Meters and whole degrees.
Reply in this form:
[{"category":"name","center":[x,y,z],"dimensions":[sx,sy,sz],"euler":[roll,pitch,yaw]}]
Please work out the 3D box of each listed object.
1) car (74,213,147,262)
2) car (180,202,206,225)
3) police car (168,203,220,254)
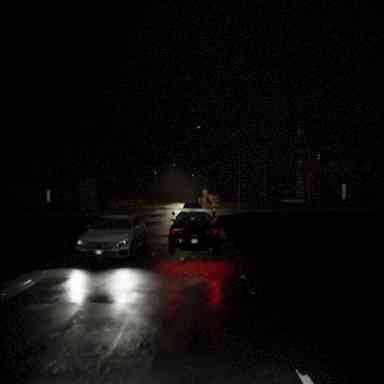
[{"category":"car","center":[-2.815,1.557,12.407],"dimensions":[1.812,1.442,4.674],"euler":[0,0,0]},{"category":"car","center":[0.043,1.595,25.739],"dimensions":[1.837,1.490,4.892],"euler":[0,0,0]},{"category":"police car","center":[0.076,1.462,13.867],"dimensions":[1.930,1.638,5.238],"euler":[0,0,0]}]
